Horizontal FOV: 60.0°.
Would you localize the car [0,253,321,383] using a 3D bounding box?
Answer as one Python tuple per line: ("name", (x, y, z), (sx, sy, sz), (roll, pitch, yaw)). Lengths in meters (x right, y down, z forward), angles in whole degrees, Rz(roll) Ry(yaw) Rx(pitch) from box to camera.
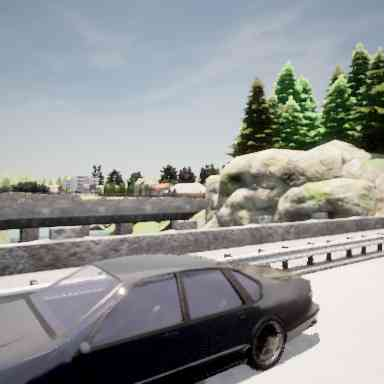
("car", (-0.622, 1.556, 4.163), (5.357, 1.411, 2.033), (0, 0, -36))
